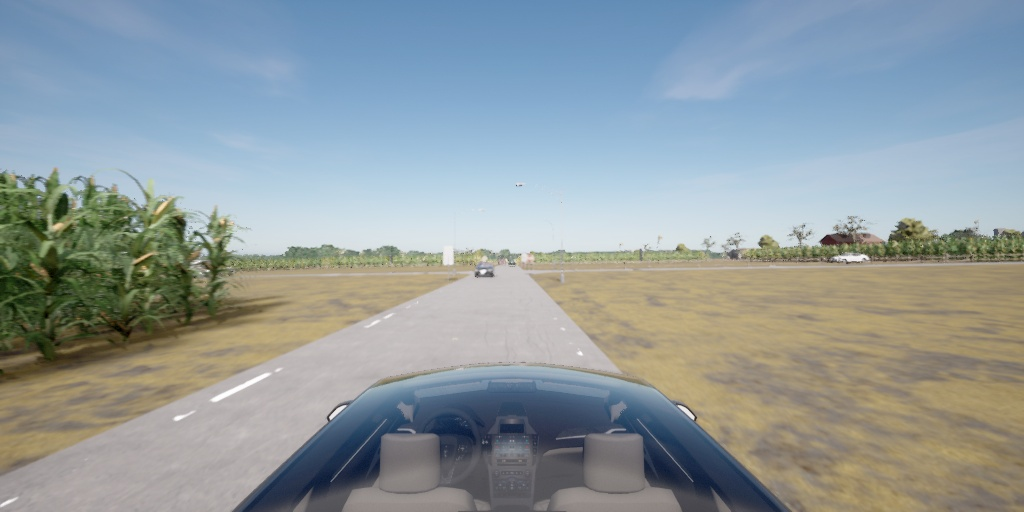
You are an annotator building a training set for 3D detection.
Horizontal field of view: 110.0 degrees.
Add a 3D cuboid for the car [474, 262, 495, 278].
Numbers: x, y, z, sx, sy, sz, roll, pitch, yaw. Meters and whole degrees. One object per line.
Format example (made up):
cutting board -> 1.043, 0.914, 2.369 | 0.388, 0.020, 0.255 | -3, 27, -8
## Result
car -> -2.760, 1.391, 36.949 | 2.128, 1.511, 4.902 | 0, -1, 0
